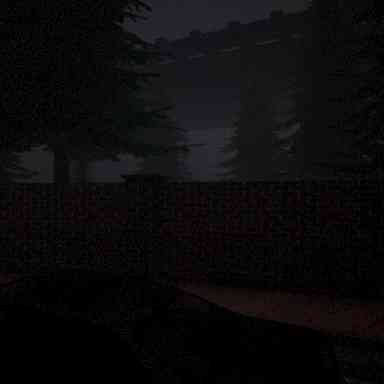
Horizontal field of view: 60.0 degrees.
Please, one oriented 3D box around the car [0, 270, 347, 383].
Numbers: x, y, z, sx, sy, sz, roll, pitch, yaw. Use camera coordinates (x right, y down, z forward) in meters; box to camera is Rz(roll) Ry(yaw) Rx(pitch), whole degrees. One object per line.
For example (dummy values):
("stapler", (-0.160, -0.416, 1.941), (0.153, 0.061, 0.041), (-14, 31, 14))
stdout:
("car", (-1.343, 1.548, 3.167), (5.357, 1.411, 2.033), (0, 0, 18))
